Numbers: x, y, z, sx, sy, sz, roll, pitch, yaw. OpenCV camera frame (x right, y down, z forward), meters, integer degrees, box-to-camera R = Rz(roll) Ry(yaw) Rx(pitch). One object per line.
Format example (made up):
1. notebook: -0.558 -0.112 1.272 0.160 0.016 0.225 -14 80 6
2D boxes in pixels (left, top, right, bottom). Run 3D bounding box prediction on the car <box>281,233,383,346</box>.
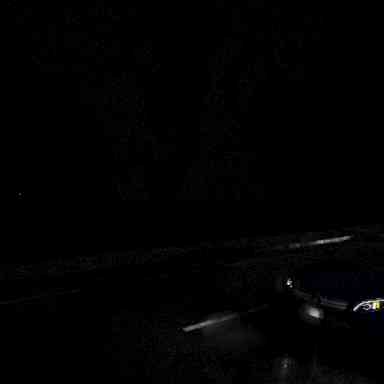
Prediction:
1. car: 3.738 1.562 6.367 4.674 1.442 1.812 0 0 -36
